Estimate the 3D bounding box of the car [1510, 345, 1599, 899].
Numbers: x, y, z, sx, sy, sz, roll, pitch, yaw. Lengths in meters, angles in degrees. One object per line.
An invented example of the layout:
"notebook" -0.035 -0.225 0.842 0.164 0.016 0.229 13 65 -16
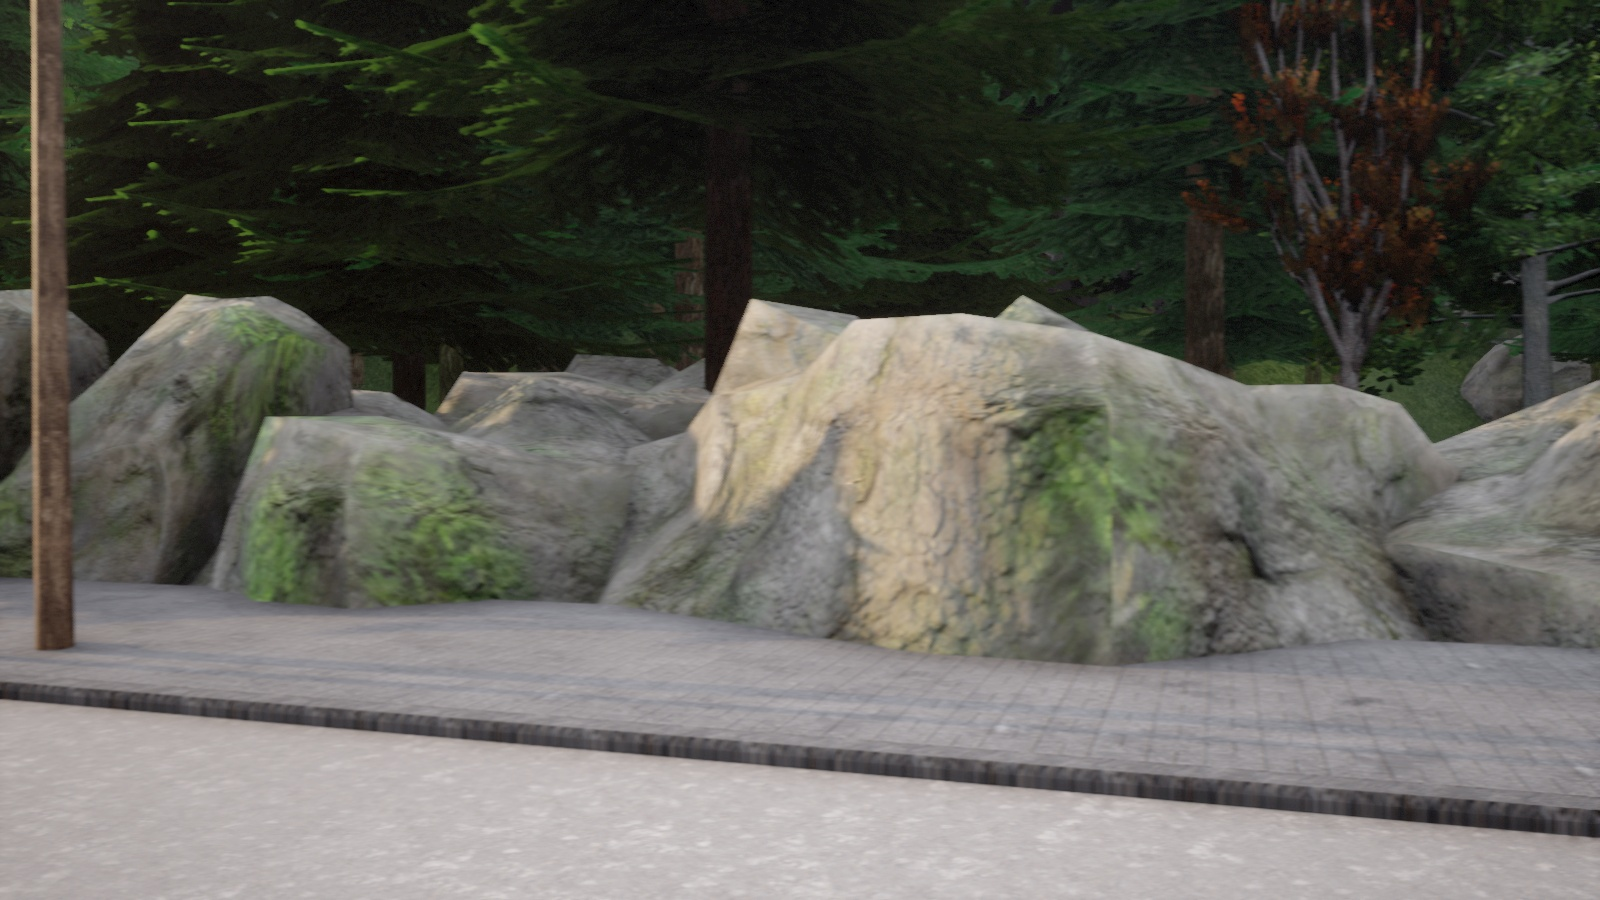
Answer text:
"car" 4.354 0.585 2.252 5.027 1.651 2.152 1 1 19
